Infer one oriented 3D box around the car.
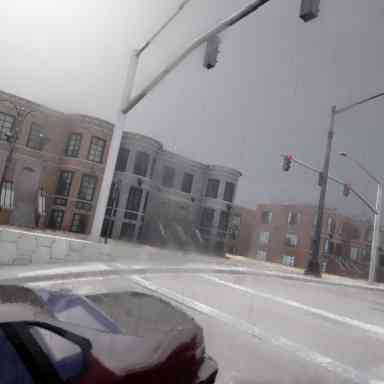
[{"bbox_3d":[-2.310,1.540,2.359,5.357,1.411,2.033,0,0,-35],"label":"car"}]
